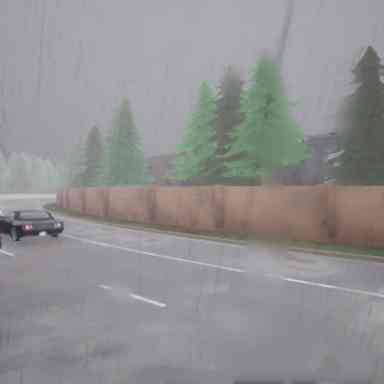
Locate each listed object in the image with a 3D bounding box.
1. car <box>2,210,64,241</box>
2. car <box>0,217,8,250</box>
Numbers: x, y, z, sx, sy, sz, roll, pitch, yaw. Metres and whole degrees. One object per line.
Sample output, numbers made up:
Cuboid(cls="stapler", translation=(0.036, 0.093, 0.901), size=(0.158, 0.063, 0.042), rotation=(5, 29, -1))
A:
Cuboid(cls="car", translation=(-7.998, 1.505, 16.027), size=(1.895, 1.301, 4.718), rotation=(0, 0, -44))
Cuboid(cls="car", translation=(-8.102, 1.511, 11.175), size=(4.718, 1.301, 1.895), rotation=(1, 0, 44))
